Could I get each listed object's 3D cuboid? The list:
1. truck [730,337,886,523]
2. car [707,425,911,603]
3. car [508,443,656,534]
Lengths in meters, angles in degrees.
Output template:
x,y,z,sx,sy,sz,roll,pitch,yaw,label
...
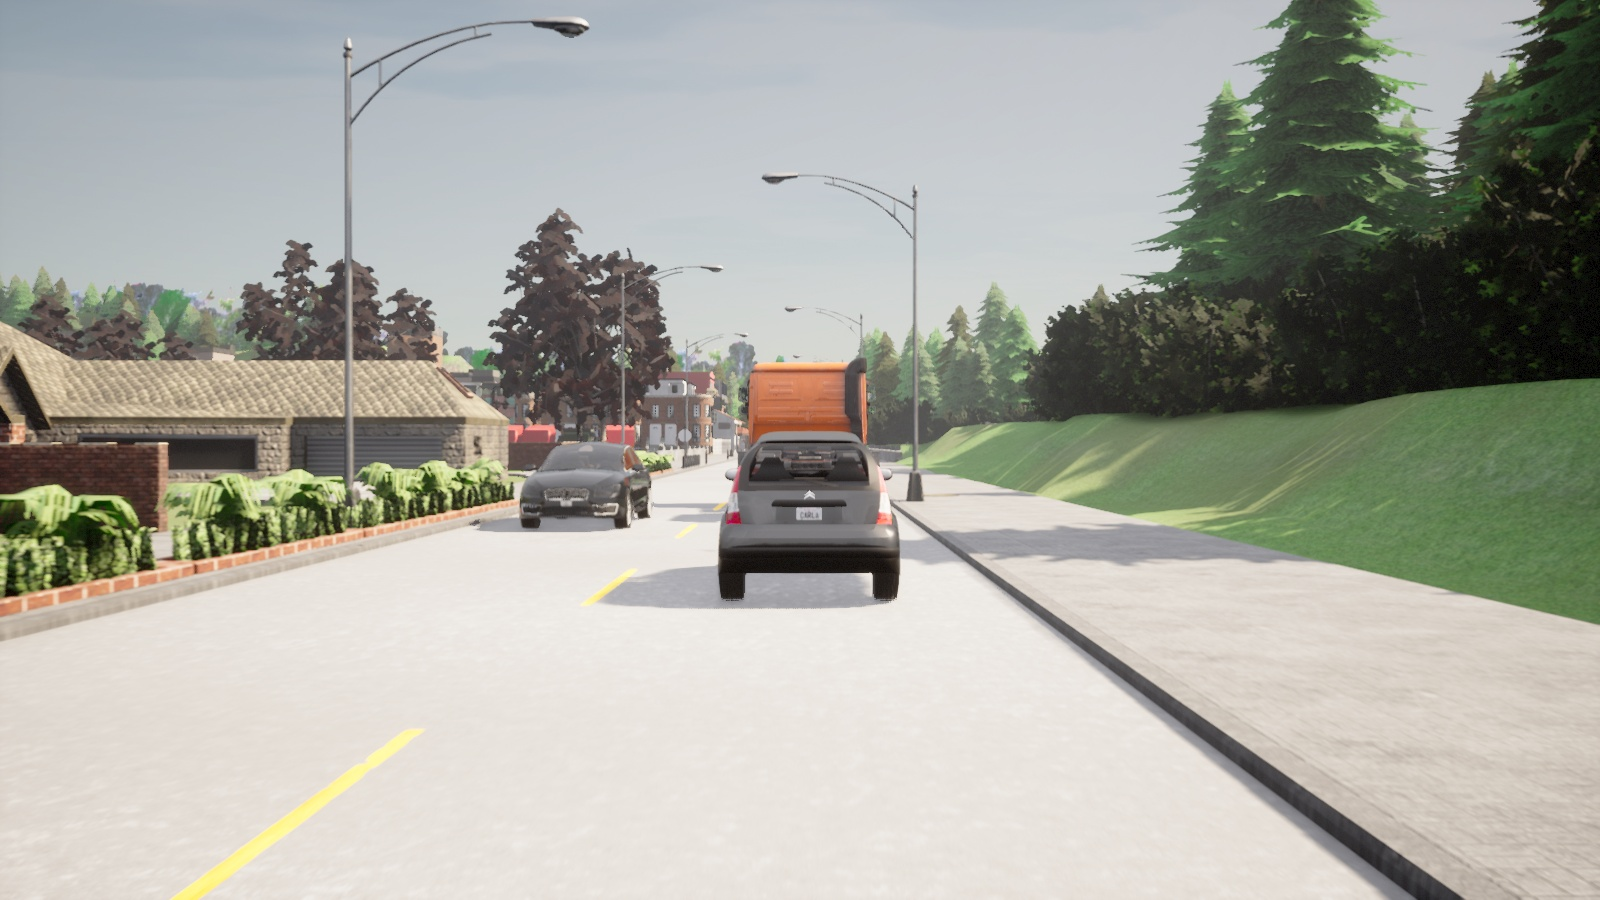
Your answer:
x,y,z,sx,sy,sz,roll,pitch,yaw,label
0.169,-0.390,27.313,2.891,3.462,7.936,0,0,0,truck
0.091,0.569,13.371,1.851,1.617,3.988,0,0,0,car
-3.855,0.618,23.039,1.837,1.490,4.892,0,0,0,car
